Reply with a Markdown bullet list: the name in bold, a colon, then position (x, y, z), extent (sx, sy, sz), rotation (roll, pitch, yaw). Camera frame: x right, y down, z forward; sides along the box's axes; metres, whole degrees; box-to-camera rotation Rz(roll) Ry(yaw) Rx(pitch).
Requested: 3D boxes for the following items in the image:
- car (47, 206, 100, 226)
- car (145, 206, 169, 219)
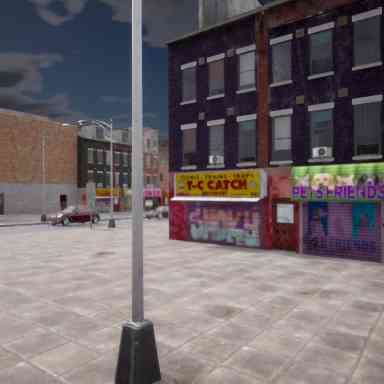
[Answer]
- **car**: position (-9.514, 1.825, 26.737), extent (1.967, 1.590, 4.097), rotation (-2, -2, 36)
- **car**: position (-3.088, 2.171, 35.529), extent (2.008, 1.369, 4.403), rotation (-2, -2, 36)
